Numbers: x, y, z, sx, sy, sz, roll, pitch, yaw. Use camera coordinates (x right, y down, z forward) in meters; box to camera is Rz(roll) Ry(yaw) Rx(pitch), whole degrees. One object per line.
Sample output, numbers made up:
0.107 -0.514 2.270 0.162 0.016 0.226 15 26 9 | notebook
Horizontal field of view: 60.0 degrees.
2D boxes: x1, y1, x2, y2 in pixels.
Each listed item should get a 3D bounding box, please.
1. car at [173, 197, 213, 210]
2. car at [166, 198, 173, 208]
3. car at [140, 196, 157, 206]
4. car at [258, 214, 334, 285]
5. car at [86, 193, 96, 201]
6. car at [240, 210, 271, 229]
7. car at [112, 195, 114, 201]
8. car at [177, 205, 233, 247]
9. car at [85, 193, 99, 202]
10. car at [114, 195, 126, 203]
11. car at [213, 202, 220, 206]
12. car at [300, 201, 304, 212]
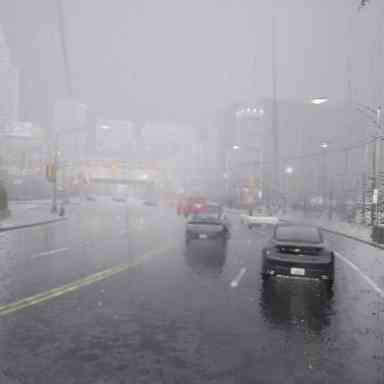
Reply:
-0.042 1.489 33.293 2.150 2.045 5.566 2 -1 -14 | car
-3.063 1.718 56.506 2.097 1.767 4.553 2 0 -16 | car
-7.428 1.820 58.905 1.994 1.385 4.181 2 0 -16 | car
3.177 1.683 10.306 1.837 1.490 4.892 2 0 15 | car
-24.470 1.283 80.704 2.185 1.767 4.553 2 0 -17 | car
4.716 1.936 24.107 1.895 1.301 4.718 2 0 -1 | car
-18.943 1.651 85.037 1.812 1.442 4.674 2 0 -17 | car
0.862 1.647 16.049 2.128 1.511 4.902 2 0 9 | car
-22.510 1.417 74.584 2.097 1.535 5.008 2 0 -17 | car
-16.084 1.612 75.418 1.882 1.535 5.008 2 0 -17 | car
1.981 1.849 38.663 1.882 1.535 5.008 2 -1 -15 | car
17.418 2.190 52.190 2.185 1.767 4.553 2 0 -17 | car
